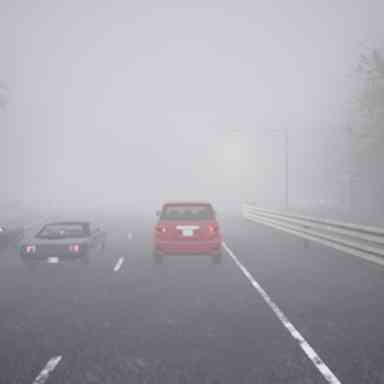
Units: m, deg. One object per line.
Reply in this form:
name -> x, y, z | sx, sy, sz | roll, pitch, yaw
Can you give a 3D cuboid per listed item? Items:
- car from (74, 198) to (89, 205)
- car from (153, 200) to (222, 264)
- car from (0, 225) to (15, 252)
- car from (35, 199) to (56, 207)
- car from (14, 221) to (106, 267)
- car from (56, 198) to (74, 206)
car -> -22.354, 1.948, 66.861 | 1.812, 1.442, 4.674 | 0, 0, -39
car -> -0.185, 1.290, 12.316 | 2.150, 2.045, 5.566 | 0, 0, -1
car -> -7.795, 1.701, 12.016 | 1.895, 1.301, 4.718 | 0, 0, -7
car -> -27.969, 1.984, 62.681 | 2.033, 1.411, 5.357 | 0, 0, -39
car -> -4.253, 1.685, 11.816 | 1.895, 1.301, 4.718 | 0, 0, -6
car -> -25.162, 1.929, 64.771 | 1.837, 1.490, 4.892 | 0, 0, -39
